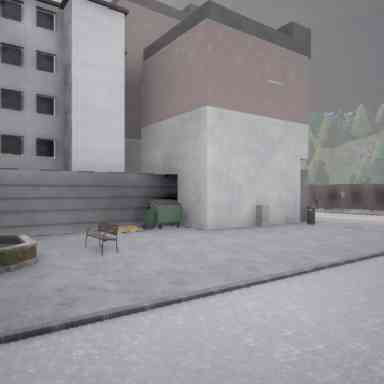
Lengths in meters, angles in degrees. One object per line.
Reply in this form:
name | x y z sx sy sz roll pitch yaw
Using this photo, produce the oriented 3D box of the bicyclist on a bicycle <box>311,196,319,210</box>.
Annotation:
bicyclist on a bicycle | 14.704 1.349 39.842 1.656 1.620 0.582 0 0 -36
